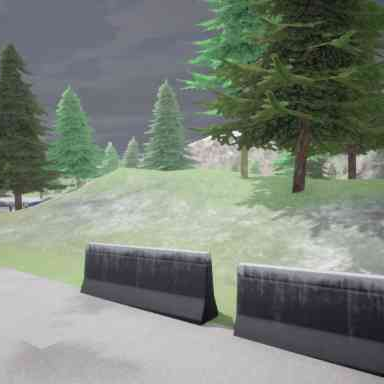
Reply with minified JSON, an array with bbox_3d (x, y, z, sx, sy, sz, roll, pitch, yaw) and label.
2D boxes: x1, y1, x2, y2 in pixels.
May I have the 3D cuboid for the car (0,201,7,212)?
[{"bbox_3d":[-21.855,1.397,34.364,2.128,1.511,4.902,0,0,42],"label":"car"}]

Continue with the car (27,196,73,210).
[{"bbox_3d":[-18.452,1.374,42.769,5.008,1.535,1.882,0,0,-42],"label":"car"}]
